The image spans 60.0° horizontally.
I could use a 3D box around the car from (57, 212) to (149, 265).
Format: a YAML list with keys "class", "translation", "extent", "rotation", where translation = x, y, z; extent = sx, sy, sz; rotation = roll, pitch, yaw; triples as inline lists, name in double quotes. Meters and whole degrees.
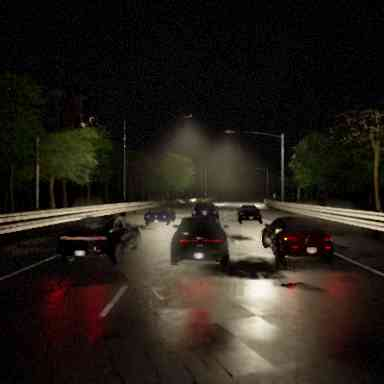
- class: "car"
  translation: [-3.188, 1.609, 12.202]
  extent: [2.128, 1.511, 4.902]
  rotation: [0, 0, 3]

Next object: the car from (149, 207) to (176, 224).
- class: "car"
  translation: [-2.430, 1.858, 26.519]
  extent: [1.895, 1.301, 4.718]
  rotation: [0, -1, 5]

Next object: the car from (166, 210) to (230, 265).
- class: "car"
  translation: [0.314, 1.624, 12.159]
  extent: [1.837, 1.490, 4.892]
  rotation: [0, 0, 3]

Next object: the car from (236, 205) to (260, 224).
- class: "car"
  translation: [4.667, 1.796, 27.383]
  extent: [1.812, 1.442, 4.674]
  rotation: [0, 0, 5]

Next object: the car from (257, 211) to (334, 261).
- class: "car"
  translation: [3.841, 1.650, 12.663]
  extent: [1.812, 1.442, 4.674]
  rotation: [0, 0, 3]

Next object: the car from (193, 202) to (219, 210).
- class: "car"
  translation: [1.110, 1.614, 26.828]
  extent: [2.097, 1.767, 4.553]
  rotation: [0, -1, 5]
